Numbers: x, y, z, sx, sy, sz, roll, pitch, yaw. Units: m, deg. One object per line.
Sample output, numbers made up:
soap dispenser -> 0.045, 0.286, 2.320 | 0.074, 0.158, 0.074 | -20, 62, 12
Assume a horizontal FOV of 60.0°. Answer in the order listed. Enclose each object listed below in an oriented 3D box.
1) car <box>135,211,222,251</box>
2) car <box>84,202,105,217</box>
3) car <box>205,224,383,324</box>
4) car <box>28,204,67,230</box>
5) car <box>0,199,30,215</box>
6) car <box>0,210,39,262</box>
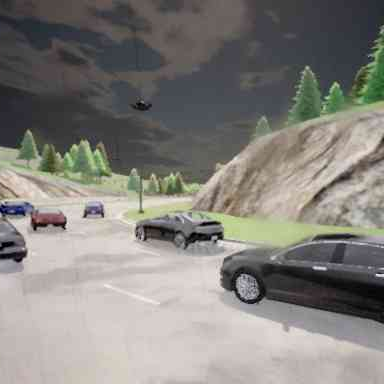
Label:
car -> -0.710, 1.576, 14.802 | 2.128, 1.511, 4.902 | 0, 0, -41
car -> -9.519, 1.661, 32.545 | 1.812, 1.442, 4.674 | 0, 0, -13
car -> 2.840, 1.563, 6.560 | 4.892, 1.490, 1.837 | 0, 0, 38
car -> -9.245, 1.672, 21.286 | 1.895, 1.301, 4.718 | 0, 0, -27
car -> -16.461, 1.568, 31.863 | 1.882, 1.535, 5.008 | 0, 0, -12
car -> -7.131, 1.575, 11.461 | 2.033, 1.411, 5.357 | 1, 0, -38
